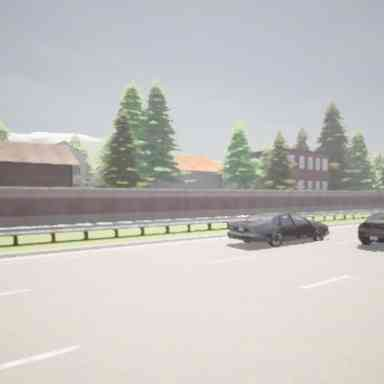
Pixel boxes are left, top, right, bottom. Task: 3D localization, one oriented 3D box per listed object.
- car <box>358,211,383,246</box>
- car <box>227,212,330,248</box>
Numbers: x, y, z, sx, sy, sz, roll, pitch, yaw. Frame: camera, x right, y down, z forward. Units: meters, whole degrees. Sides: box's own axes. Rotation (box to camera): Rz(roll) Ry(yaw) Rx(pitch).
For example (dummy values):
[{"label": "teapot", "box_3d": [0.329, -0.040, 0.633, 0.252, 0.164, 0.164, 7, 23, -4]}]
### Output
[{"label": "car", "box_3d": [9.173, 1.586, 14.586, 4.892, 1.490, 1.837, 0, 0, -35]}, {"label": "car", "box_3d": [4.071, 1.608, 15.246, 5.357, 1.411, 2.033, 0, 0, -36]}]
